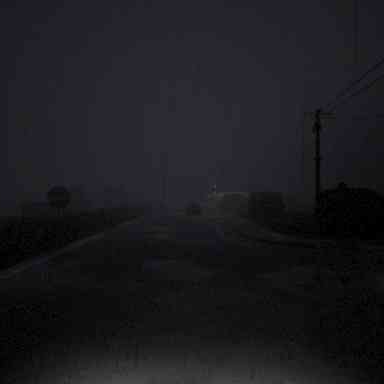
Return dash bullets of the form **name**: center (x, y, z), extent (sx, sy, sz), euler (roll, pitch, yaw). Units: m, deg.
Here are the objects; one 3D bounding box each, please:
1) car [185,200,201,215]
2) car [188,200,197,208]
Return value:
- **car**: center (0.130, 1.988, 41.148), extent (1.882, 1.535, 5.008), euler (0, -1, 0)
- **car**: center (0.123, 2.310, 64.909), extent (1.837, 1.490, 4.892), euler (0, -1, 0)
